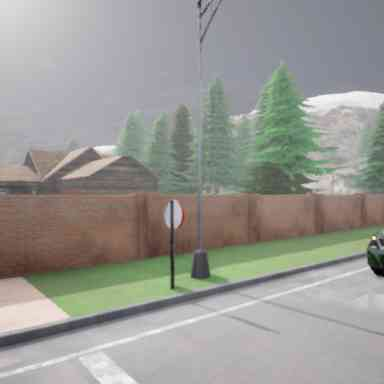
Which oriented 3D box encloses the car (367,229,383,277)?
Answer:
[{"bbox_3d":[7.321,1.344,9.770,5.566,2.045,2.150,0,-1,-38],"label":"car"}]
